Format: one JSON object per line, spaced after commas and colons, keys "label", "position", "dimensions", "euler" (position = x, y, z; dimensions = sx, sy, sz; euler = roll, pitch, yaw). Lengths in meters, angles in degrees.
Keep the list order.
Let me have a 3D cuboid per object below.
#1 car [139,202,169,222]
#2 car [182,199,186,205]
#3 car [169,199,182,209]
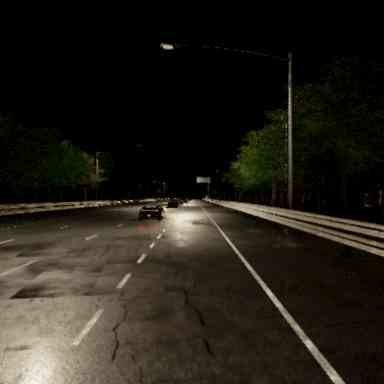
{"label": "car", "position": [-3.455, 1.723, 29.220], "dimensions": [2.128, 1.511, 4.902], "euler": [0, -1, 0]}
{"label": "car", "position": [-3.123, 2.612, 84.106], "dimensions": [1.812, 1.442, 4.674], "euler": [0, -1, 1]}
{"label": "car", "position": [-3.317, 2.181, 58.935], "dimensions": [1.837, 1.490, 4.892], "euler": [0, -1, 0]}
